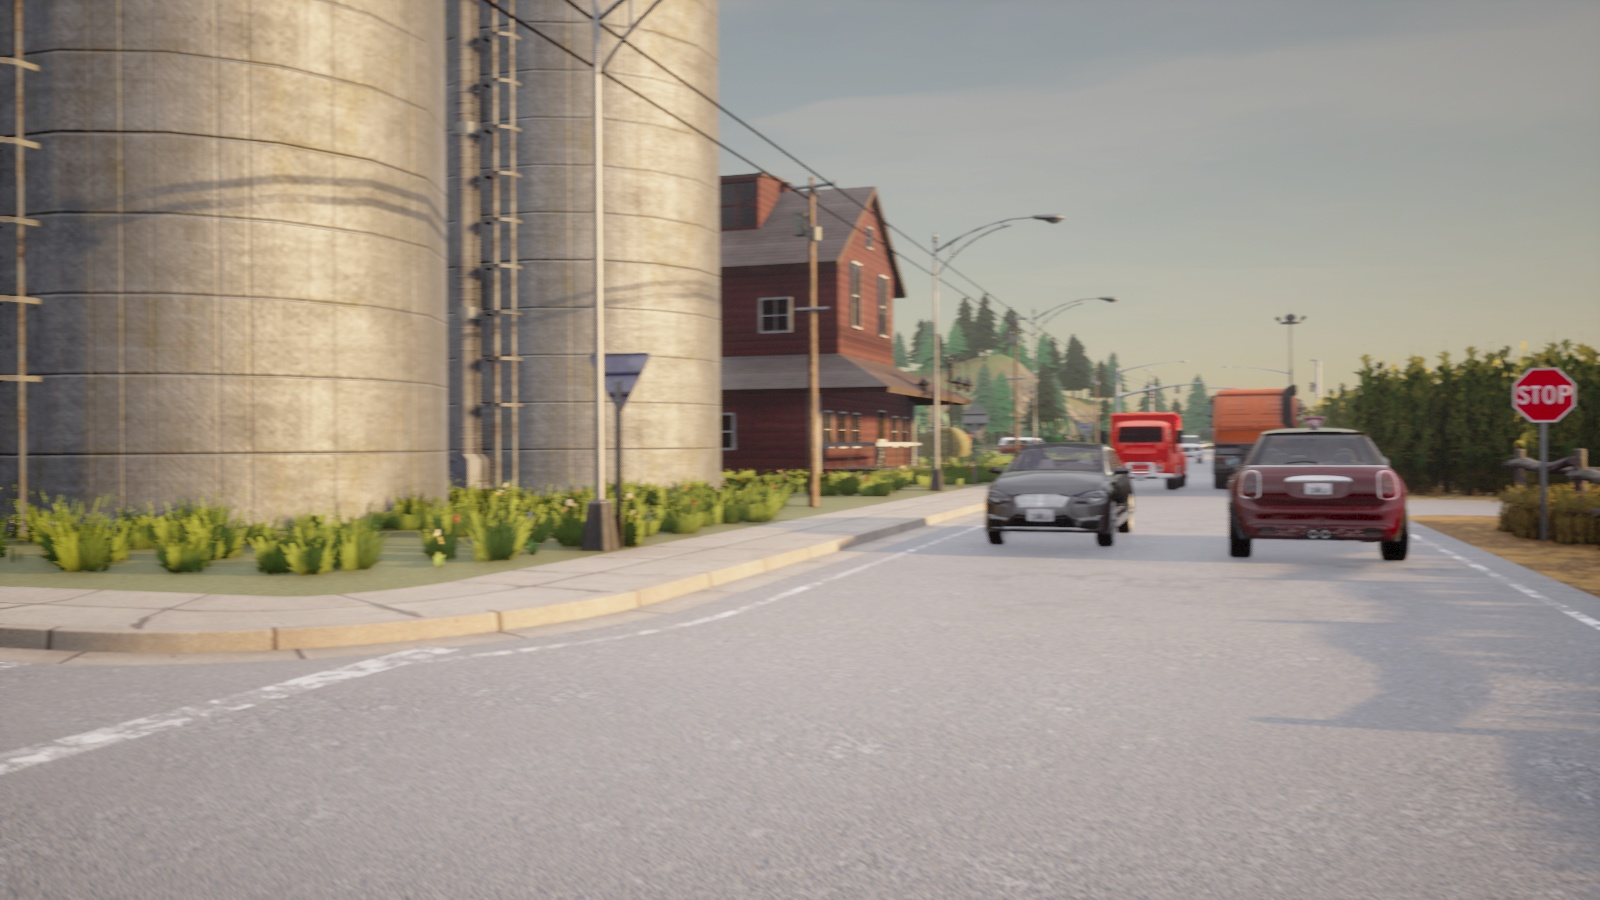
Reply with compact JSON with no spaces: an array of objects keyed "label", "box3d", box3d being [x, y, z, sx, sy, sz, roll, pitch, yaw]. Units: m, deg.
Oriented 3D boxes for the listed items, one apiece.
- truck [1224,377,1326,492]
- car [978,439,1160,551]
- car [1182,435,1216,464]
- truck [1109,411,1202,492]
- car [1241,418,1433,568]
[{"label":"truck","box3d":[15.677,-0.477,41.814,2.891,3.462,7.936,0,0,19]},{"label":"car","box3d":[4.353,0.603,19.652,2.128,1.511,4.902,0,0,20]},{"label":"car","box3d":[28.580,-0.032,89.869,2.150,2.045,5.566,0,0,19]},{"label":"truck","box3d":[11.657,0.038,40.893,2.627,2.467,5.204,0,0,19]},{"label":"car","box3d":[7.209,0.502,17.298,2.097,1.767,4.553,0,0,19]}]
